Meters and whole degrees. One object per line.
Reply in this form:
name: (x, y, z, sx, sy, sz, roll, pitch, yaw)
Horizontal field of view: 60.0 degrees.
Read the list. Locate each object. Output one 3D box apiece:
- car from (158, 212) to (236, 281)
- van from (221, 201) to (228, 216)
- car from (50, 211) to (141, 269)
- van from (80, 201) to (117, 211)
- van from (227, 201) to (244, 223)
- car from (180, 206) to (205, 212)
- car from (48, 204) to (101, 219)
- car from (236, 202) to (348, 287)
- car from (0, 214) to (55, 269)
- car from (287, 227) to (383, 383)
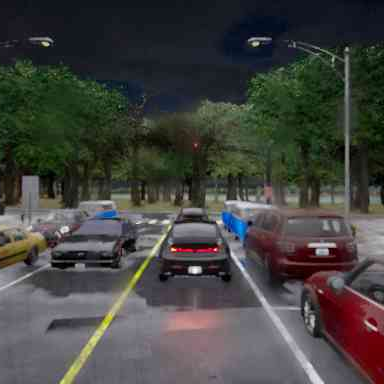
car: (0.076, 1.554, 10.025, 1.837, 1.490, 4.892, 0, 0, 0)
van: (2.763, 1.442, 20.308, 1.690, 1.788, 3.998, 0, 0, 0)
car: (-2.998, 1.605, 11.575, 2.033, 1.411, 5.357, 0, 0, 0)
van: (-5.762, 1.442, 20.309, 1.690, 1.788, 3.998, 0, 0, 0)
van: (2.762, 1.415, 14.870, 1.690, 1.788, 3.998, 0, 0, 0)
car: (0.013, 1.605, 20.009, 1.837, 1.490, 4.892, 0, 0, -1)
car: (-5.763, 1.514, 14.870, 1.967, 1.590, 4.097, 0, 0, 0)
car: (2.762, 1.362, 9.433, 2.192, 1.841, 5.009, 0, 0, 0)
car: (-5.763, 1.571, 9.263, 1.752, 1.417, 4.829, 0, 0, 0)
car: (2.762, 1.460, 3.994, 1.967, 1.590, 4.097, 0, 0, 0)
